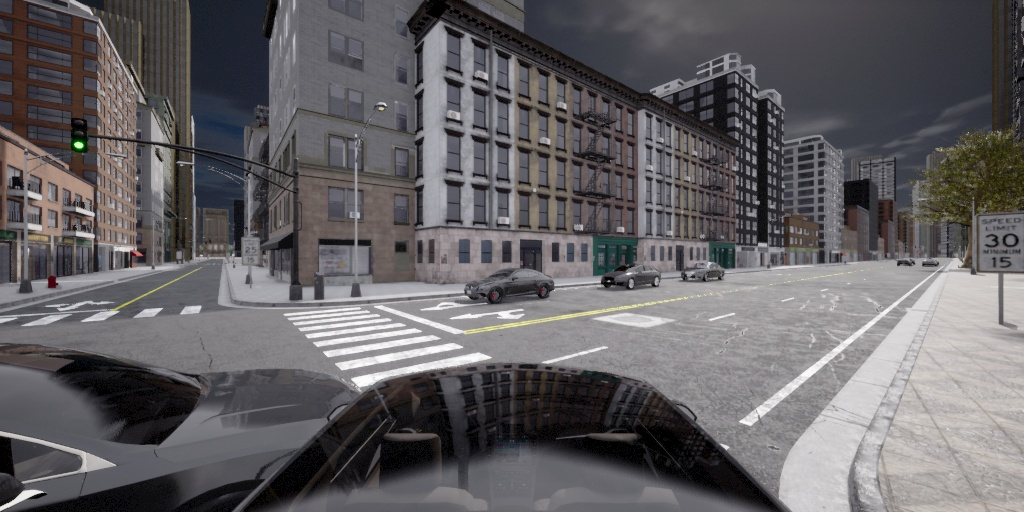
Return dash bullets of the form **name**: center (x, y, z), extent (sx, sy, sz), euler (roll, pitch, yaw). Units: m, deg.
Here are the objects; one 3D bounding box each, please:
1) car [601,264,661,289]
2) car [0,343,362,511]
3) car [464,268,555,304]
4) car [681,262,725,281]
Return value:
- **car**: center (7.690, 1.259, 22.978), extent (4.892, 1.490, 1.837), euler (0, 0, -39)
- **car**: center (-3.219, 1.257, 1.799), extent (4.892, 1.490, 1.837), euler (0, 0, -34)
- **car**: center (-0.011, 1.287, 16.765), extent (4.674, 1.442, 1.812), euler (0, 0, -39)
- **car**: center (15.710, 1.237, 29.435), extent (4.902, 1.511, 2.128), euler (0, 0, -39)
